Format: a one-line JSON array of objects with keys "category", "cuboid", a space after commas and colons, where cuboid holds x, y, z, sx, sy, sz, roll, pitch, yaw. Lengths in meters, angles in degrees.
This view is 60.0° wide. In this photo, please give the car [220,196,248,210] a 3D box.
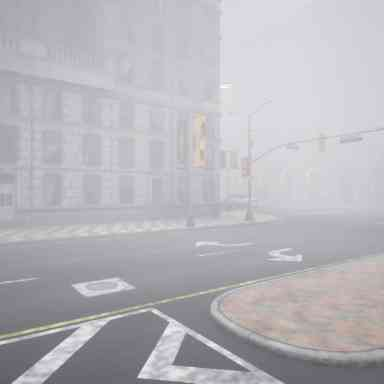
[{"category": "car", "cuboid": [4.725, 1.564, 43.414, 1.994, 1.385, 4.181, 0, 0, -36]}]

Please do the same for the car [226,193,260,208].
[{"category": "car", "cuboid": [6.897, 1.221, 46.378, 2.150, 2.045, 5.566, 0, 0, -37]}]
